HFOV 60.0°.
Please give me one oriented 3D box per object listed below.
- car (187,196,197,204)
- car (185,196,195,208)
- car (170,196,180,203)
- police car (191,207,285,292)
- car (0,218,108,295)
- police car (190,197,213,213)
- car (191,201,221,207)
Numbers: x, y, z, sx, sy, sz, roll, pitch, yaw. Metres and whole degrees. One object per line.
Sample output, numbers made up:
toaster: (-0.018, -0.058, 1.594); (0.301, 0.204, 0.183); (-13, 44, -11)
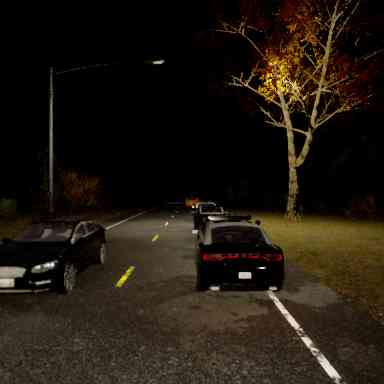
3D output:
car: (-0.036, 1.487, 65.128); (1.837, 1.490, 4.892); (0, 0, 0)
car: (-0.003, 1.470, 47.094); (1.882, 1.535, 5.008); (0, 0, 1)
car: (-3.536, 1.525, 70.014); (2.033, 1.411, 5.357); (0, 0, 0)
police car: (1.030, 1.425, 9.096); (1.930, 1.638, 5.238); (0, 0, 0)
car: (-3.618, 1.492, 8.880); (2.128, 1.511, 4.902); (0, 0, 0)
police car: (1.016, 1.423, 25.090); (1.930, 1.638, 5.238); (0, 0, 0)
car: (1.016, 1.505, 18.980); (1.837, 1.490, 4.892); (0, 0, 0)
